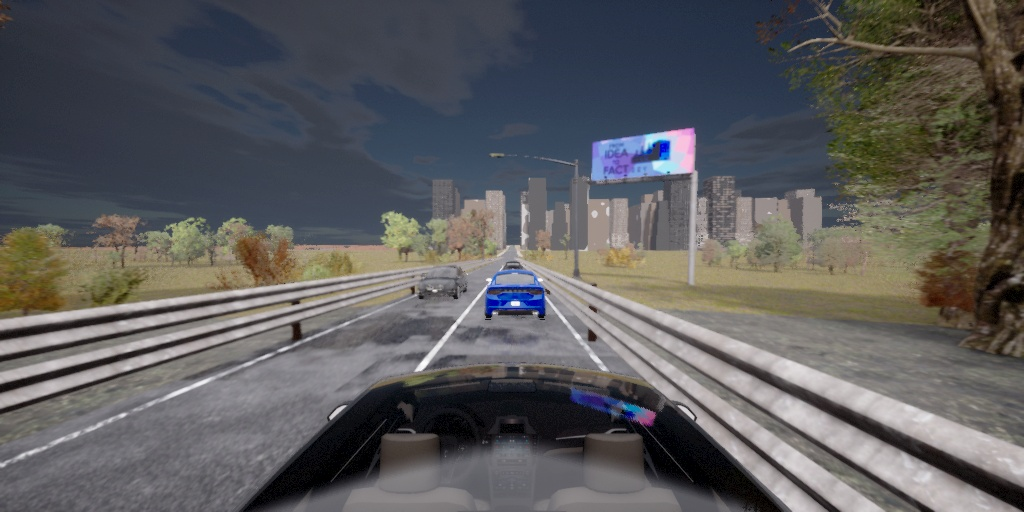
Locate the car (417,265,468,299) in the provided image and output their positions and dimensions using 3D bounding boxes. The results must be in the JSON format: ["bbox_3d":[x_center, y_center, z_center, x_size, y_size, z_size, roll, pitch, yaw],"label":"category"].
[{"bbox_3d":[-3.342,1.248,17.954,1.837,1.490,4.892,0,0,0],"label":"car"}]

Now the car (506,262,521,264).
[{"bbox_3d":[0.092,1.244,33.167,1.837,1.490,4.892,0,0,0],"label":"car"}]

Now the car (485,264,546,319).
[{"bbox_3d":[0.099,1.224,12.802,1.882,1.535,5.008,0,0,0],"label":"car"}]
